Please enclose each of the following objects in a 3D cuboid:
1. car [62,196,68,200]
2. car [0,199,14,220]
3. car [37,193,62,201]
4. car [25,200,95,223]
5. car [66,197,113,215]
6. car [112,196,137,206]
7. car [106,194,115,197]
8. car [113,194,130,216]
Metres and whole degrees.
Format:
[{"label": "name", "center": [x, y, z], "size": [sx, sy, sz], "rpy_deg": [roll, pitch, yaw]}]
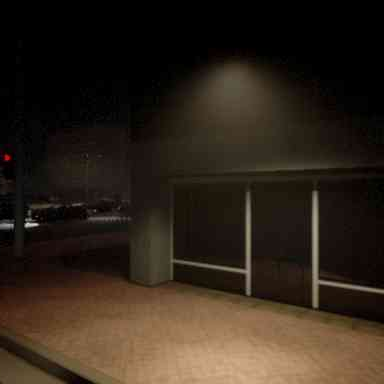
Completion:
[{"label": "car", "center": [-25.386, 1.395, 64.927], "size": [3.905, 1.438, 1.784], "rpy_deg": [0, 0, 35]}, {"label": "car", "center": [-14.776, 1.519, 25.120], "size": [1.837, 1.490, 4.892], "rpy_deg": [0, 0, 36]}, {"label": "car", "center": [-27.113, 1.185, 62.600], "size": [4.605, 1.855, 1.932], "rpy_deg": [0, 0, 35]}, {"label": "car", "center": [-10.067, 1.576, 25.647], "size": [1.994, 1.385, 4.181], "rpy_deg": [0, 0, 36]}, {"label": "car", "center": [-9.333, 1.506, 32.526], "size": [2.128, 1.511, 4.902], "rpy_deg": [0, 0, 37]}, {"label": "car", "center": [-11.121, 1.418, 54.846], "size": [3.806, 1.475, 1.970], "rpy_deg": [0, 0, 35]}, {"label": "car", "center": [-12.804, 1.179, 52.490], "size": [3.866, 1.878, 1.905], "rpy_deg": [0, 0, 35]}, {"label": "car", "center": [-4.999, 1.365, 32.479], "size": [2.097, 1.767, 4.553], "rpy_deg": [0, 0, 37]}]
